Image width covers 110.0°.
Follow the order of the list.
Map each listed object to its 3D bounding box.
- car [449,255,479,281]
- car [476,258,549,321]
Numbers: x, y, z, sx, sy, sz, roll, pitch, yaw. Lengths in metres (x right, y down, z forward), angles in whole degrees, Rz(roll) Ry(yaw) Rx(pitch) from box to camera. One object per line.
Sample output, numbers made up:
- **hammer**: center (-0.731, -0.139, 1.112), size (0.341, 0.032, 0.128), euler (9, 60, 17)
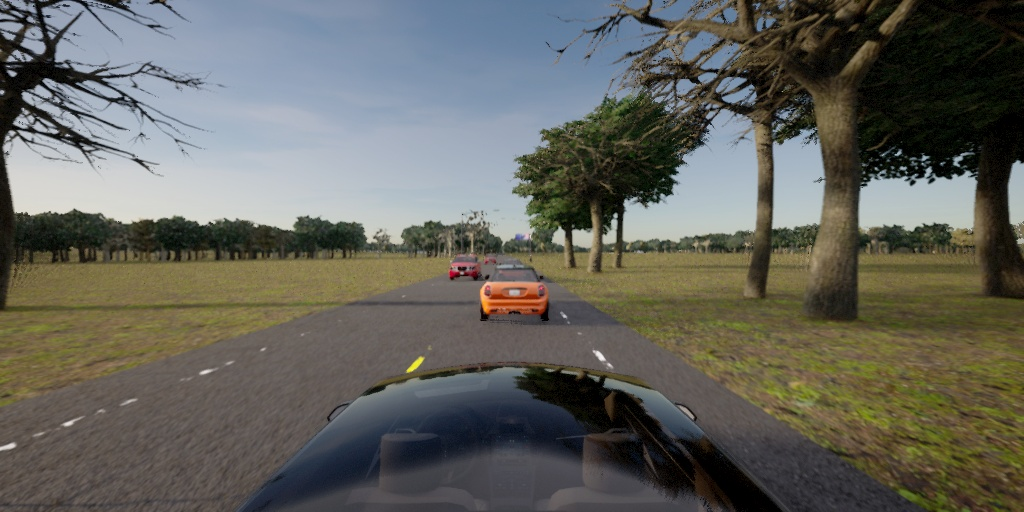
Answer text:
- **car**: center (-3.717, 0.899, 29.270), size (2.150, 2.045, 5.566), euler (0, 0, 0)
- **car**: center (0.070, 1.084, 12.568), size (2.097, 1.767, 4.553), euler (0, 0, 0)
